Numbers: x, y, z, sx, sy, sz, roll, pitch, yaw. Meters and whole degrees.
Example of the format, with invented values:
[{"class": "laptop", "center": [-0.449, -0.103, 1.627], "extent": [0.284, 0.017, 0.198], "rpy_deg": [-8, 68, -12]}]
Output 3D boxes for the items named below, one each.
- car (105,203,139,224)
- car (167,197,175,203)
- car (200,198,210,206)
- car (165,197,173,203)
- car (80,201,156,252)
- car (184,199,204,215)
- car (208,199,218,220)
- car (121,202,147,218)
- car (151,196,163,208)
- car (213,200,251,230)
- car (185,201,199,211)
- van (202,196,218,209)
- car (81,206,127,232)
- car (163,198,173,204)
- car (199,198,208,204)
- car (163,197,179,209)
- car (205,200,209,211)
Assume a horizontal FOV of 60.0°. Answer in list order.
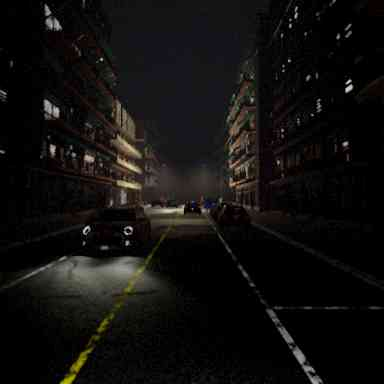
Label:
[{"class": "car", "center": [-5.702, 1.706, 27.687], "extent": [1.752, 1.417, 4.829], "rpy_deg": [1, 0, 0]}, {"class": "car", "center": [-5.757, 2.152, 90.133], "extent": [1.887, 1.381, 4.507], "rpy_deg": [1, 0, 0]}, {"class": "car", "center": [2.643, 2.015, 67.455], "extent": [1.947, 1.339, 4.313], "rpy_deg": [1, 0, 0]}, {"class": "car", "center": [-5.752, 2.092, 84.303], "extent": [1.752, 1.417, 4.829], "rpy_deg": [1, 0, 0]}, {"class": "car", "center": [-3.074, 1.445, 14.286], "extent": [2.097, 1.767, 4.553], "rpy_deg": [0, 0, 3]}, {"class": "car", "center": [0.058, 1.810, 37.705], "extent": [1.994, 1.385, 4.181], "rpy_deg": [0, 0, 0]}, {"class": "car", "center": [2.679, 1.621, 27.825], "extent": [1.967, 1.590, 4.097], "rpy_deg": [1, 0, 0]}, {"class": "car", "center": [-5.707, 1.743, 33.349], "extent": [1.752, 1.417, 4.829], "rpy_deg": [1, 0, 0]}, {"class": "car", "center": [-5.724, 1.687, 56.166], "extent": [2.192, 1.841, 5.009], "rpy_deg": [1, 0, 0]}, {"class": "car", "center": [2.684, 1.585, 22.164], "extent": [1.967, 1.590, 4.097], "rpy_deg": [1, 0, 0]}, {"class": "car", "center": [0.044, 1.914, 47.606], "extent": [1.895, 1.301, 4.718], "rpy_deg": [0, 0, 0]}, {"class": "van", "center": [2.665, 1.635, 44.810], "extent": [1.690, 1.788, 3.998], "rpy_deg": [1, 0, 0]}, {"class": "car", "center": [-5.698, 1.690, 22.197], "extent": [1.887, 1.381, 4.507], "rpy_deg": [1, 0, 0]}, {"class": "car", "center": [-5.747, 2.079, 78.810], "extent": [2.008, 1.369, 4.403], "rpy_deg": [1, 0, 0]}, {"class": "car", "center": [2.633, 2.078, 78.779], "extent": [2.008, 1.369, 4.403], "rpy_deg": [1, 0, 0]}, {"class": "car", "center": [-3.137, 1.873, 52.558], "extent": [1.812, 1.442, 4.674], "rpy_deg": [0, 0, 0]}, {"class": "car", "center": [2.673, 1.769, 33.486], "extent": [2.008, 1.369, 4.403], "rpy_deg": [1, 0, 0]}]
